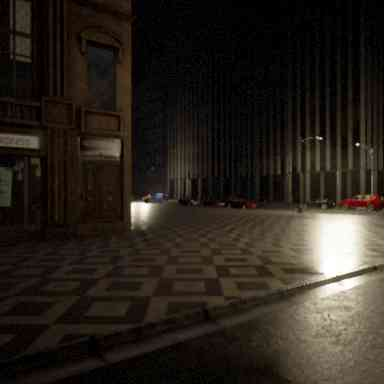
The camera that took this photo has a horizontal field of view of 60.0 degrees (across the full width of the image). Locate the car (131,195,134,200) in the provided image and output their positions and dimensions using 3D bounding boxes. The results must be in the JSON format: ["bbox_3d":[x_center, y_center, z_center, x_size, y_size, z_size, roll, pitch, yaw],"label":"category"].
[{"bbox_3d":[-17.026,1.405,88.848,1.752,1.417,4.829,0,0,-35],"label":"car"}]

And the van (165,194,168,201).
[{"bbox_3d":[-6.889,1.262,75.046,1.690,1.788,3.998,0,0,-36],"label":"van"}]

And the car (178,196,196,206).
[{"bbox_3d":[-0.411,1.399,51.838,1.967,1.590,4.097,0,0,-36],"label":"car"}]

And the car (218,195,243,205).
[{"bbox_3d":[6.473,1.385,56.868,1.967,1.590,4.097,0,0,-36],"label":"car"}]

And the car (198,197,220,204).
[{"bbox_3d":[3.132,1.523,61.414,1.802,1.307,4.206,0,0,-36],"label":"car"}]

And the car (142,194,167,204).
[{"bbox_3d":[-7.091,1.501,60.926,2.008,1.369,4.403,0,0,-36],"label":"car"}]

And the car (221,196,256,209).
[{"bbox_3d":[6.270,1.509,42.751,1.887,1.381,4.507,0,0,-36],"label":"car"}]

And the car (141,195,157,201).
[{"bbox_3d":[-10.331,1.434,79.729,1.752,1.417,4.829,0,0,-36],"label":"car"}]

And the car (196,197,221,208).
[{"bbox_3d":[2.929,1.543,47.295,1.802,1.307,4.206,0,0,-36],"label":"car"}]

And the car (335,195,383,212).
[{"bbox_3d":[19.835,1.272,38.692,2.192,1.841,5.009,0,0,-36],"label":"car"}]

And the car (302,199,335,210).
[{"bbox_3d":[16.494,1.520,43.237,1.947,1.339,4.313,0,0,-36],"label":"car"}]
